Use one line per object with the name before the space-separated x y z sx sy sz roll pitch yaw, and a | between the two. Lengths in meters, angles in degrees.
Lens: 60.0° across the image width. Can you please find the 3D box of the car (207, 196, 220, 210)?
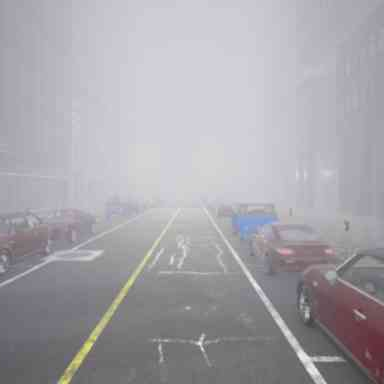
car | 2.754 1.341 32.220 1.887 1.381 4.507 0 0 0

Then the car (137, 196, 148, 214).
car | -5.771 1.341 32.210 1.887 1.381 4.507 0 0 0

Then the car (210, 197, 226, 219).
car | 2.755 1.377 26.617 1.887 1.381 4.507 0 0 0

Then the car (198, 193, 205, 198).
car | 2.744 0.940 94.007 1.752 1.417 4.829 0 0 0

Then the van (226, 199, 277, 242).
van | 2.756 1.243 15.412 1.690 1.788 3.998 0 0 0

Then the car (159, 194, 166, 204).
car | -5.775 1.096 54.617 1.967 1.590 4.097 0 0 0

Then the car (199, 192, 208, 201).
car | 2.750 1.167 60.228 1.887 1.381 4.507 0 0 0

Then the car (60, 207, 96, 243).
car | -5.768 1.447 15.403 1.887 1.381 4.507 0 0 0

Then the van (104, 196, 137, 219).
van | -5.771 1.173 26.606 1.690 1.788 3.998 0 0 0

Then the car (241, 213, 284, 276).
car | 2.758 1.519 9.813 1.802 1.307 4.206 0 0 0

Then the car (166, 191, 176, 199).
car | -5.779 1.029 82.628 1.887 1.381 4.507 0 0 0

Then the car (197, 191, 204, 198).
car | 2.747 0.868 71.430 2.192 1.841 5.009 0 0 0

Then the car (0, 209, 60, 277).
car | -5.768 1.377 9.800 1.967 1.590 4.097 0 0 0

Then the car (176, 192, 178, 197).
car | -5.781 0.966 93.832 2.008 1.369 4.403 0 0 0

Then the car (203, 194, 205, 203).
car | 2.752 1.251 43.593 1.752 1.417 4.829 0 0 0

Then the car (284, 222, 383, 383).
car | 2.758 1.413 4.210 1.967 1.590 4.097 0 0 0

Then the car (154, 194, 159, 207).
car | -5.773 1.253 43.243 1.752 1.417 4.829 0 0 0

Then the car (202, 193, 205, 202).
car | 2.752 1.274 49.025 1.802 1.307 4.206 0 0 0

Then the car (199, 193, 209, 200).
car | 2.746 0.959 77.032 1.967 1.590 4.097 0 0 0

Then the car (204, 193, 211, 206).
car | 2.753 1.202 37.821 1.967 1.590 4.097 0 0 0

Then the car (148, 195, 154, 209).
car | -5.772 1.306 37.811 1.887 1.381 4.507 0 0 0
